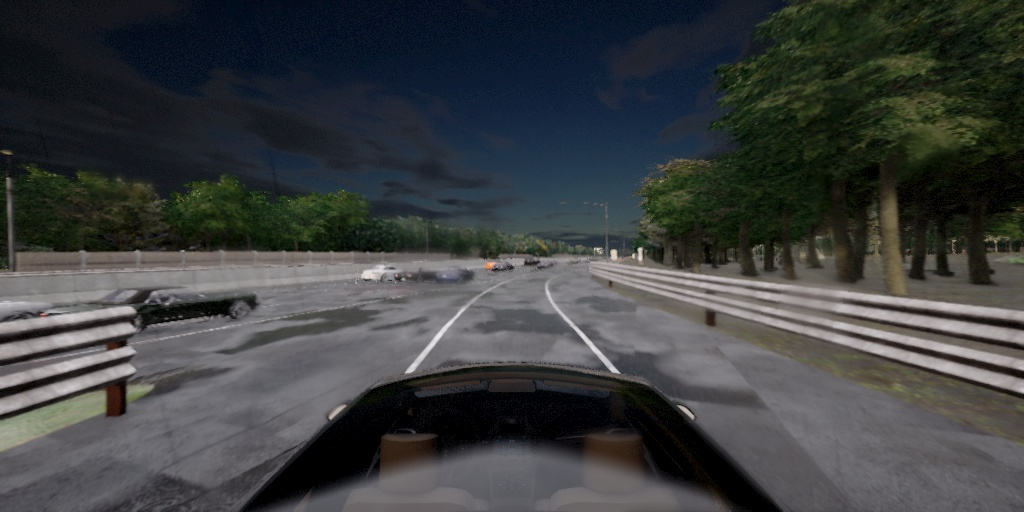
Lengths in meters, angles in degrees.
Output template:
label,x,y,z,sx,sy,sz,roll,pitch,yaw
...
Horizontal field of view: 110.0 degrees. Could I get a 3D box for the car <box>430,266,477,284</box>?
label,x,y,z,sx,sy,sz,roll,pitch,yaw
car,-4.435,1.487,28.952,1.994,1.385,4.181,-1,0,19

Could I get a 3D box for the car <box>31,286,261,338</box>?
label,x,y,z,sx,sy,sz,roll,pitch,yaw
car,-10.660,1.575,11.150,1.895,1.301,4.718,-1,0,19

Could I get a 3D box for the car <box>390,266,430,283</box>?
label,x,y,z,sx,sy,sz,roll,pitch,yaw
car,-7.728,1.561,30.133,1.895,1.301,4.718,-1,0,19

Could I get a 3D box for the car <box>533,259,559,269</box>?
label,x,y,z,sx,sy,sz,roll,pitch,yaw
car,5.490,1.403,57.328,2.033,1.411,5.357,-1,0,19

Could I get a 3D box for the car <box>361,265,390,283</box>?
label,x,y,z,sx,sy,sz,roll,pitch,yaw
car,-11.040,1.524,31.266,1.812,1.442,4.674,-1,0,19

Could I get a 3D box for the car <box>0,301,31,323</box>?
label,x,y,z,sx,sy,sz,roll,pitch,yaw
car,-15.151,1.624,8.909,1.895,1.301,4.718,-1,0,19

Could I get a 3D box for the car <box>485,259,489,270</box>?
label,x,y,z,sx,sy,sz,roll,pitch,yaw
car,-2.455,1.291,55.822,2.097,1.767,4.553,-1,0,19

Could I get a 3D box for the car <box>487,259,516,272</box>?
label,x,y,z,sx,sy,sz,roll,pitch,yaw
car,-1.114,1.463,49.047,2.033,1.411,5.357,-1,0,19
